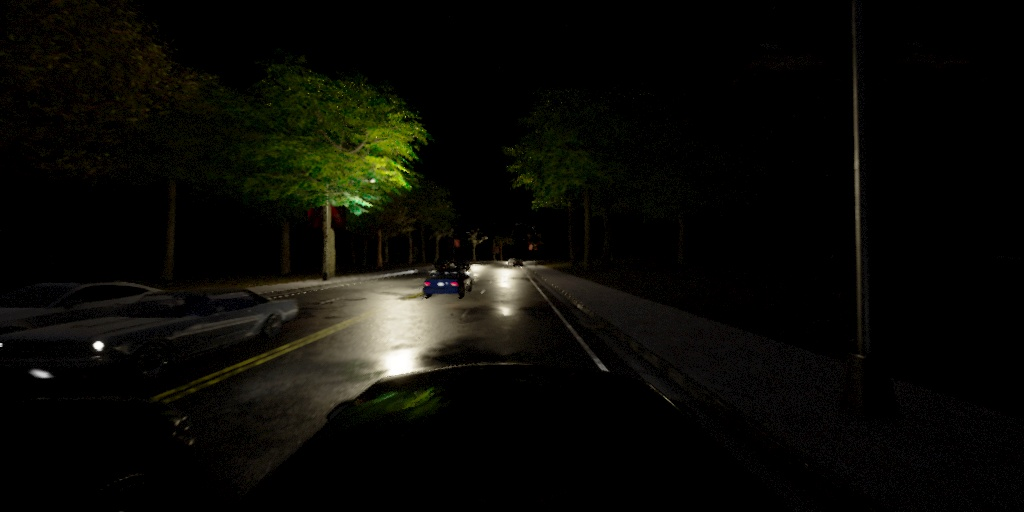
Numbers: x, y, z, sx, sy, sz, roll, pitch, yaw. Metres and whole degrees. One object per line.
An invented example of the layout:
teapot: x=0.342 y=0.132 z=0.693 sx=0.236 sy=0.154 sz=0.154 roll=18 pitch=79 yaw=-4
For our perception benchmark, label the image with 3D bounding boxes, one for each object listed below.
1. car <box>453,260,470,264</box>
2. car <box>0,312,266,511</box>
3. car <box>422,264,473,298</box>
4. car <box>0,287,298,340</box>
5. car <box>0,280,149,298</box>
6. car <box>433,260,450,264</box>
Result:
car: x=-6.590 y=1.282 z=47.837 sx=1.837 sy=1.490 sz=4.892 roll=0 pitch=0 yaw=0
car: x=-3.150 y=1.240 z=0.552 sx=2.128 sy=1.511 sz=4.902 roll=0 pitch=0 yaw=0
car: x=-3.153 y=1.308 z=18.359 sx=2.033 sy=1.411 sz=5.357 roll=0 pitch=0 yaw=0
car: x=-6.602 y=1.355 z=7.238 sx=1.895 sy=1.301 sz=4.718 roll=0 pitch=0 yaw=0
car: x=-9.851 y=1.280 z=7.891 sx=1.812 sy=1.442 sz=4.674 roll=0 pitch=0 yaw=0
car: x=-9.833 y=1.284 z=50.460 sx=1.837 sy=1.490 sz=4.892 roll=0 pitch=0 yaw=0
